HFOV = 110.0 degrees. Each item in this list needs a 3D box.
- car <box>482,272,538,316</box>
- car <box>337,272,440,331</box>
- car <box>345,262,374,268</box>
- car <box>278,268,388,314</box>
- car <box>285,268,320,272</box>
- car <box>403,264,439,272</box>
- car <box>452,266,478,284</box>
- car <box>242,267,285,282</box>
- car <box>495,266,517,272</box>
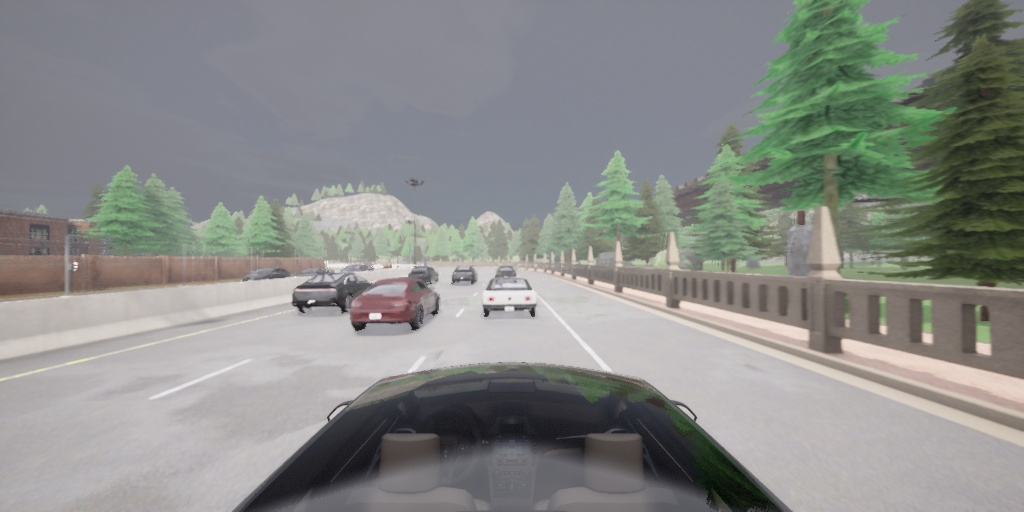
[{"bbox_3d":[-0.122,1.479,14.070,1.895,1.301,4.718,-1,-1,-1],"label":"car"},{"bbox_3d":[-3.577,1.413,11.570,1.812,1.442,4.674,-1,0,-1],"label":"car"},{"bbox_3d":[-14.773,1.578,33.585,2.097,1.767,4.553,-1,-1,-2],"label":"car"},{"bbox_3d":[-7.146,1.450,15.092,2.128,1.511,4.902,-1,-1,-1],"label":"car"},{"bbox_3d":[-18.246,1.816,32.757,1.994,1.385,4.181,-1,-1,-2],"label":"car"},{"bbox_3d":[-7.481,1.628,30.687,1.837,1.490,4.892,-1,0,-1],"label":"car"},{"bbox_3d":[-3.981,1.579,30.700,2.128,1.511,4.902,-1,-1,-1],"label":"car"},{"bbox_3d":[-21.727,1.785,32.056,1.837,1.490,4.892,-1,-1,-1],"label":"car"},{"bbox_3d":[-0.502,1.589,31.795,1.812,1.442,4.674,-1,-1,-1],"label":"car"}]
